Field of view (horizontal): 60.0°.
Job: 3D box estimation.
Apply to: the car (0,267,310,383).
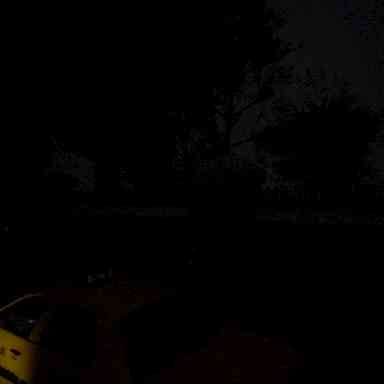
[{"bbox_3d":[-1.225,1.543,3.767,4.829,1.417,1.752,0,0,35],"label":"car"}]
